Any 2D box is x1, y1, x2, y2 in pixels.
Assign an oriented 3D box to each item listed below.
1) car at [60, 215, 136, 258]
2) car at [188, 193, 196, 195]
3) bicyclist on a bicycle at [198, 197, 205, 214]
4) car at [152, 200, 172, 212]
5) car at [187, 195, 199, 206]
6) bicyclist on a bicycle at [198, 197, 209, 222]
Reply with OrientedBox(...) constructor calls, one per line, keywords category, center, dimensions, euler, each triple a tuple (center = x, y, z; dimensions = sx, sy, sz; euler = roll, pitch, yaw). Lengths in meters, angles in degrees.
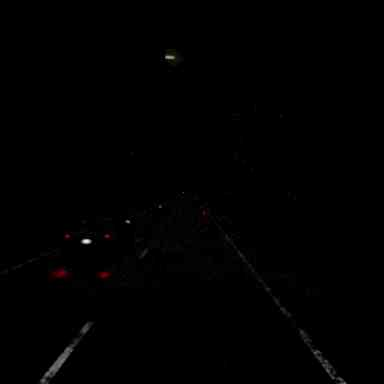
OrientedBox(category="car", center=(-3.400, 1.565, 12.710), dimensions=(1.994, 1.385, 4.181), euler=(0, 0, 0))
OrientedBox(category="car", center=(0.007, 1.235, 73.931), dimensions=(2.150, 2.045, 5.566), euler=(0, 0, 0))
OrientedBox(category="bicyclist on a bicycle", center=(0.969, 1.373, 34.610), dimensions=(0.659, 1.776, 1.843), euler=(0, 0, 0))
OrientedBox(category="car", center=(-3.398, 1.567, 37.970), dimensions=(1.994, 1.385, 4.181), euler=(0, 0, 0))
OrientedBox(category="car", center=(0.099, 1.570, 55.556), dimensions=(1.994, 1.385, 4.181), euler=(0, 0, 0))
OrientedBox(category="bicyclist on a bicycle", center=(0.942, 1.438, 25.552), dimensions=(0.866, 1.612, 1.509), euler=(0, 0, 0))
